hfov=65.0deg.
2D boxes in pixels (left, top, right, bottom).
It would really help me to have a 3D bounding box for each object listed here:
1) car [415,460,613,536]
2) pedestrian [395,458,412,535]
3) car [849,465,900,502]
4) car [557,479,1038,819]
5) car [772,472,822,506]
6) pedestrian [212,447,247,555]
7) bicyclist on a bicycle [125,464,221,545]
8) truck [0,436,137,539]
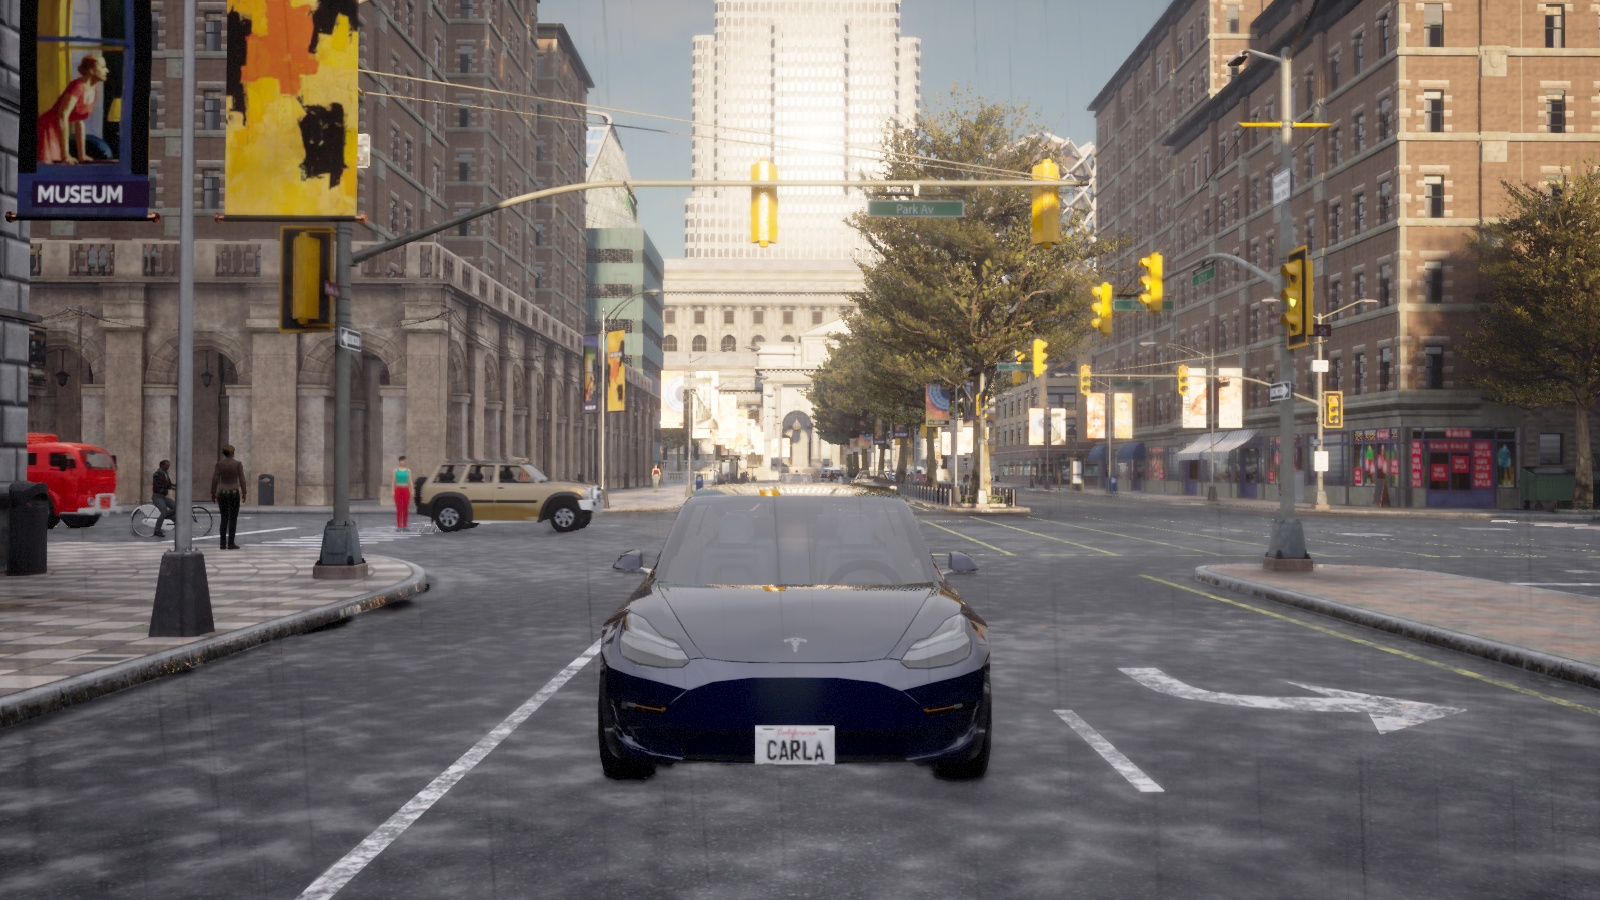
[{"bbox_3d":[-7.176,1.194,31.863,4.605,1.855,1.932,0,-1,0],"label":"car"},{"bbox_3d":[-9.557,1.116,30.254,0.345,1.836,0.594,0,-1,-23],"label":"pedestrian"},{"bbox_3d":[3.435,1.566,58.898,2.152,1.651,5.027,0,-1,1],"label":"car"},{"bbox_3d":[-0.020,0.950,8.059,2.163,1.488,4.792,0,-1,0],"label":"car"},{"bbox_3d":[-0.140,1.785,57.926,2.163,1.488,4.792,0,-1,0],"label":"car"},{"bbox_3d":[-9.950,0.878,21.896,0.331,1.846,0.634,0,-1,-2],"label":"pedestrian"},{"bbox_3d":[-14.120,1.216,28.301,1.843,1.776,0.659,0,-1,0],"label":"bicyclist on a bicycle"},{"bbox_3d":[-20.077,0.950,31.761,5.204,2.467,2.627,-1,-1,-1],"label":"truck"}]
